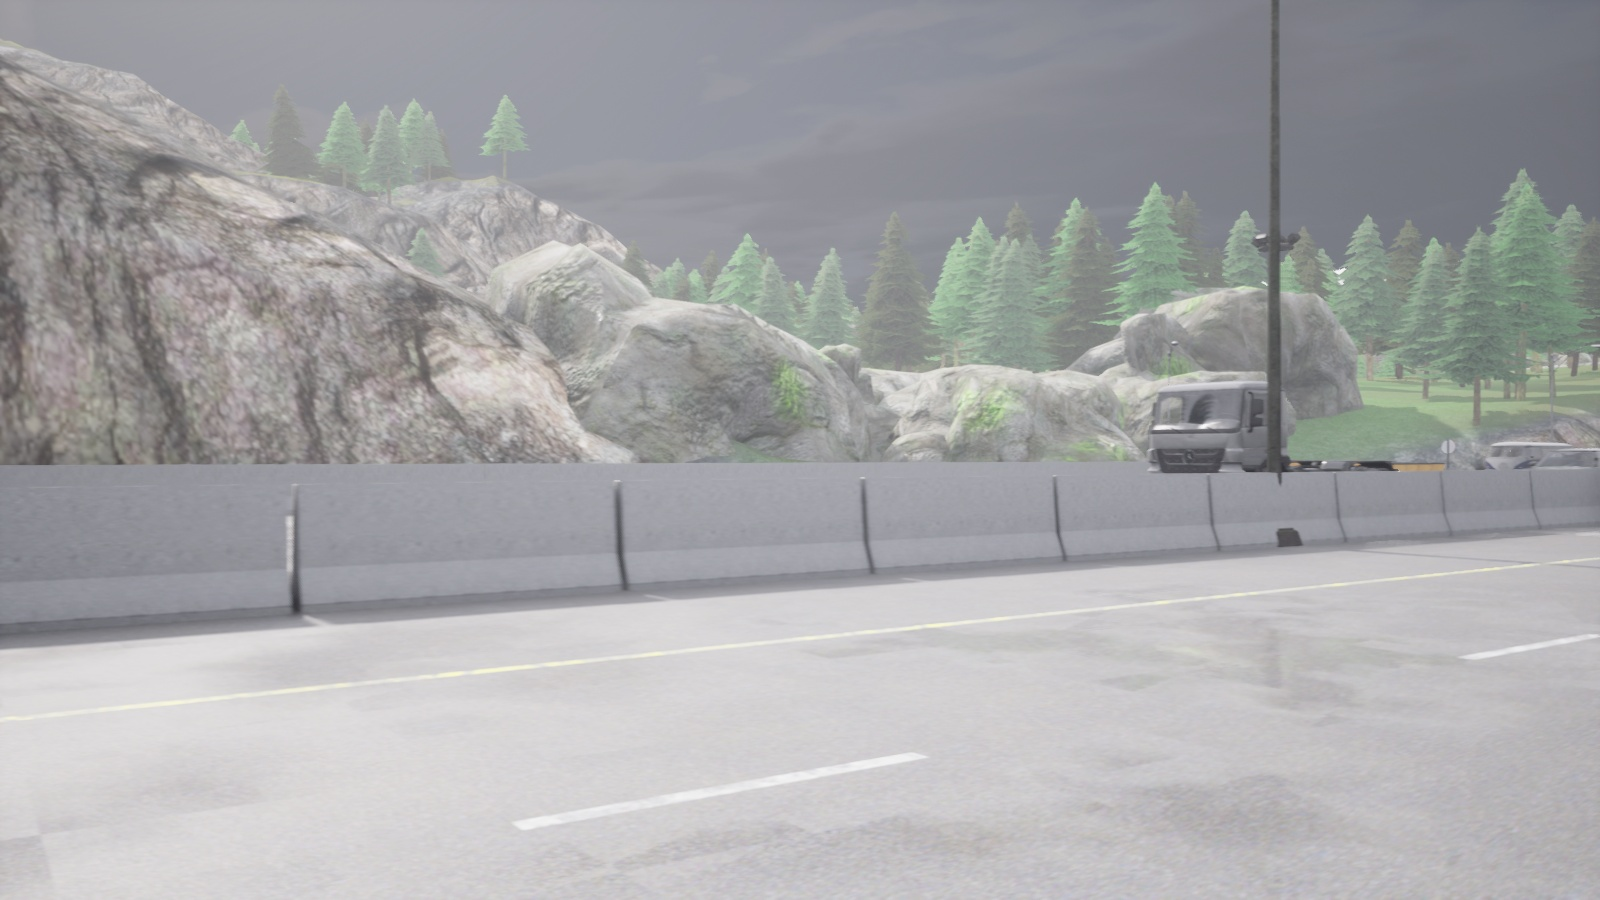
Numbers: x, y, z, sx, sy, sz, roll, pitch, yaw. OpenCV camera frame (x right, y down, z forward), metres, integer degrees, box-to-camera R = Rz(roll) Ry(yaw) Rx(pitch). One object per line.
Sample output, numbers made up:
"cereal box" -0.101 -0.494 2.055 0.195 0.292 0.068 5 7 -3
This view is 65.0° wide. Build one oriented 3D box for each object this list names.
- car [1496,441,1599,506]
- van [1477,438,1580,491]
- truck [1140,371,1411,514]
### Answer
"car" 22.332 0.645 36.261 4.553 1.767 2.097 0 0 -35
"van" 28.483 0.558 49.071 4.442 1.987 1.775 0 0 -35
"truck" 13.004 -0.181 34.035 7.936 3.462 2.891 0 0 -35
